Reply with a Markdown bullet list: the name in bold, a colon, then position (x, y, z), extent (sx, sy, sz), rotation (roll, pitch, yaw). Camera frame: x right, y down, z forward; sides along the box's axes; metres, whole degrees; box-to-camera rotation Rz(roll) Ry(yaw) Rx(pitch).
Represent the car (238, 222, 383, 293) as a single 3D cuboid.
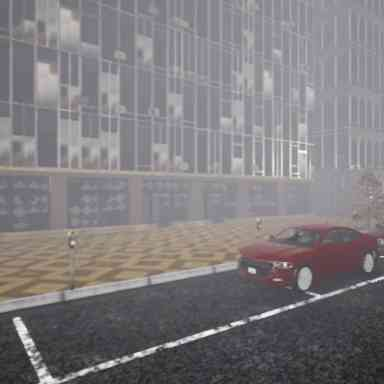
- **car**: position (3.191, 1.527, 8.833), extent (4.507, 1.381, 1.887), rotation (0, 0, -36)
